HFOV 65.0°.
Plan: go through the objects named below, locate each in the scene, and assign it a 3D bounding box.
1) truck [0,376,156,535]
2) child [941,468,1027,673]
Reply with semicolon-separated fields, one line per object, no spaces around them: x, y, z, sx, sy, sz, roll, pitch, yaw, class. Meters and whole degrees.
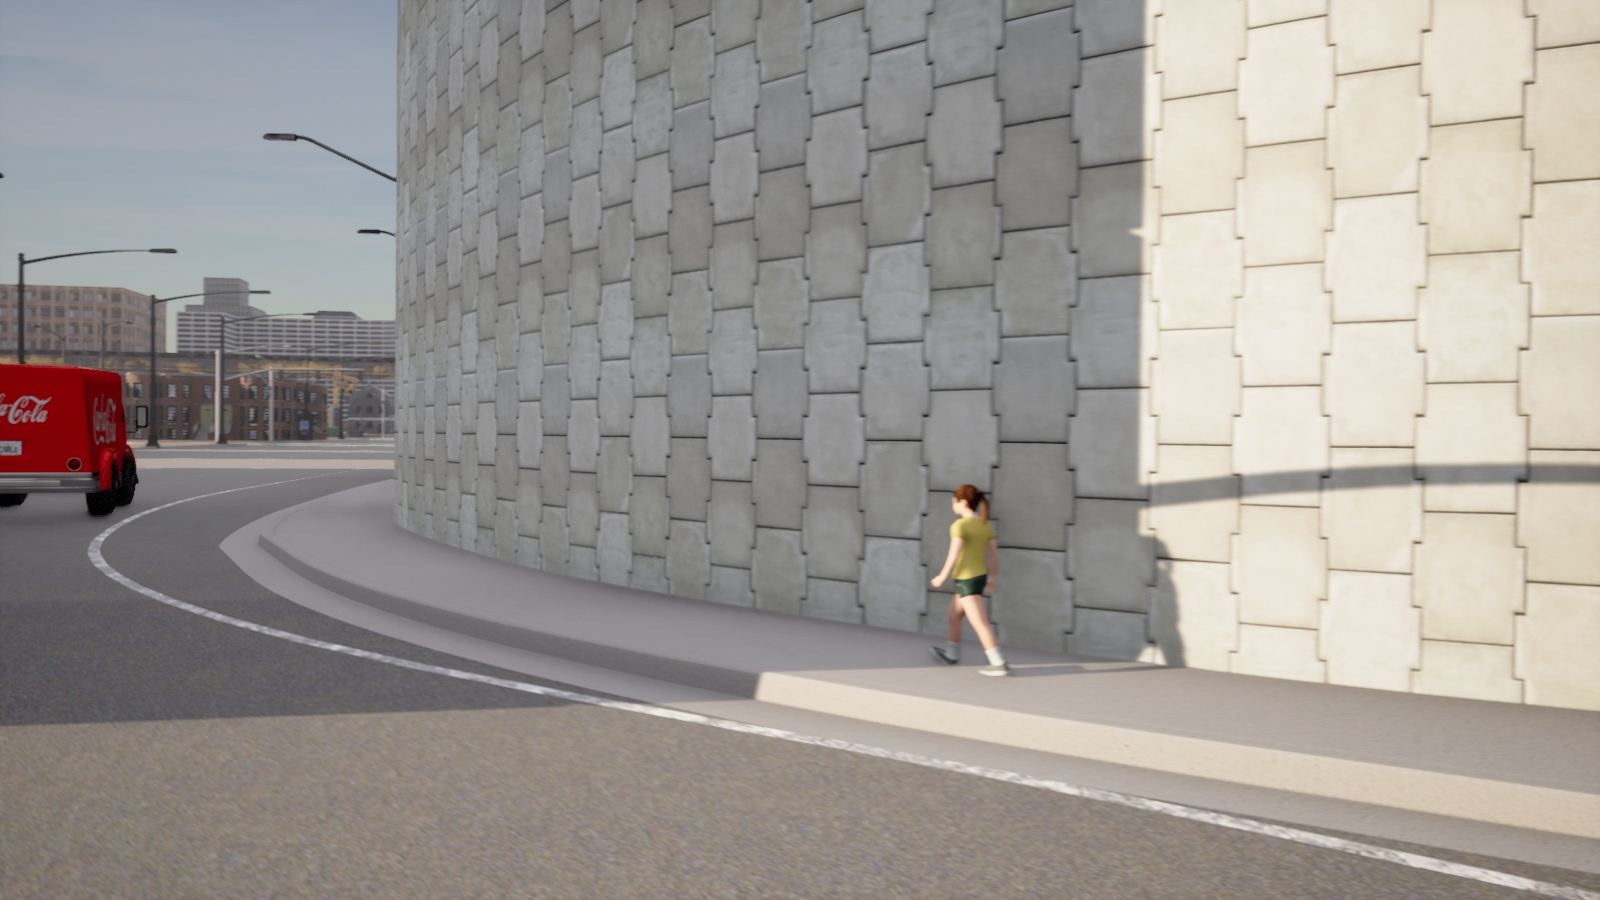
-13.135;0.060;21.915;2.627;2.467;5.204;-1;1;-19;truck
1.038;0.663;7.080;0.394;1.110;0.255;0;1;40;child
